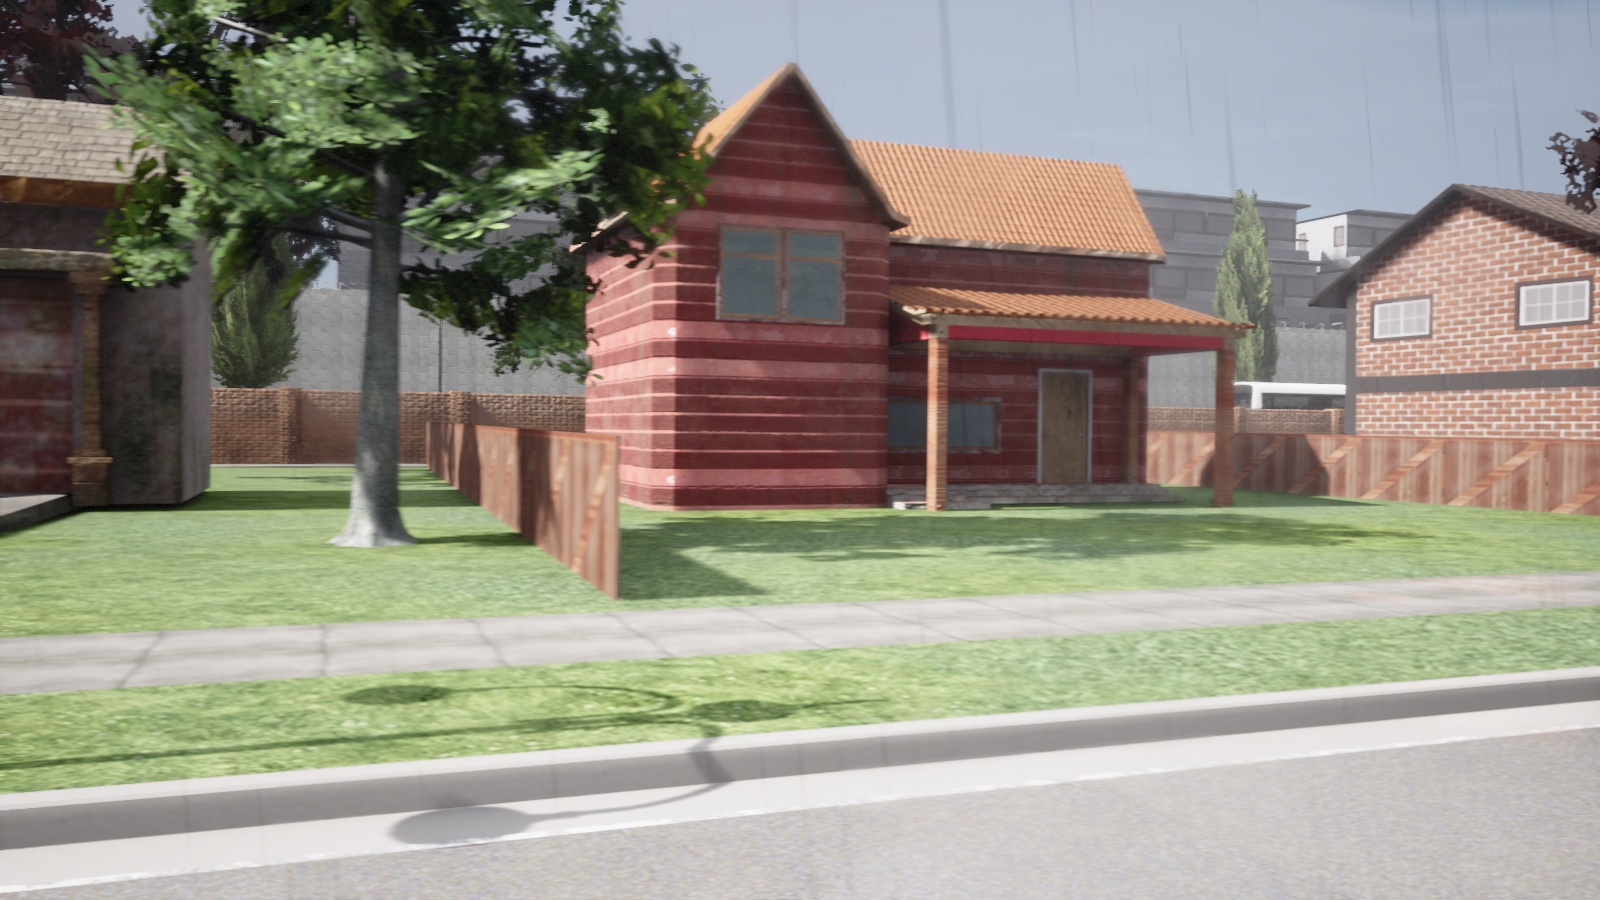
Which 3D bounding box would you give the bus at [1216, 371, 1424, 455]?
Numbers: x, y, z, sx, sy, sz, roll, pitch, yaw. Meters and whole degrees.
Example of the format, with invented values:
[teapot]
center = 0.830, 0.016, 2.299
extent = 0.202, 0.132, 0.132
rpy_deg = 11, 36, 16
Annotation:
[bus]
center = 27.787, -1.971, 67.137
extent = 10.273, 4.253, 3.944
rpy_deg = -1, 1, -20
